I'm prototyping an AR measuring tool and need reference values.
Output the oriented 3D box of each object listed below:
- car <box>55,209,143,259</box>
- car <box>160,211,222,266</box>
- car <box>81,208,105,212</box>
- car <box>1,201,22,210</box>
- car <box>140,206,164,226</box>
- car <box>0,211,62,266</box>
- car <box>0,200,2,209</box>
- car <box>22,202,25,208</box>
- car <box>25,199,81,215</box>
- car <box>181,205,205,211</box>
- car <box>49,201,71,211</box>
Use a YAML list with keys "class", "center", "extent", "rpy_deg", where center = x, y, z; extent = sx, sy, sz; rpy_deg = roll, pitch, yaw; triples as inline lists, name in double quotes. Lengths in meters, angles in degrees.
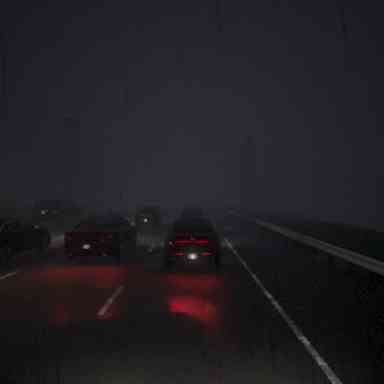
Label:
- class: "car"
  center: [-3.448, 1.666, 13.407]
  extent: [1.882, 1.535, 5.008]
  rpy_deg: [0, -1, 1]
- class: "car"
  center: [0.042, 1.679, 12.288]
  extent: [1.837, 1.490, 4.892]
  rpy_deg: [0, 0, 0]
- class: "car"
  center: [-6.966, 1.973, 26.639]
  extent: [1.895, 1.301, 4.718]
  rpy_deg: [0, -1, 0]
- class: "car"
  center: [-28.578, 2.281, 54.213]
  extent: [1.812, 1.442, 4.674]
  rpy_deg: [0, -1, -4]
- class: "car"
  center: [-3.460, 1.887, 27.278]
  extent: [1.837, 1.490, 4.892]
  rpy_deg: [0, 0, 1]
- class: "car"
  center: [-6.958, 1.664, 12.256]
  extent: [2.128, 1.511, 4.902]
  rpy_deg: [0, -1, 1]
- class: "car"
  center: [-32.010, 2.097, 53.476]
  extent: [2.097, 1.767, 4.553]
  rpy_deg: [0, -1, -4]
- class: "car"
  center: [-25.087, 2.245, 54.043]
  extent: [2.128, 1.511, 4.902]
  rpy_deg: [0, -1, -4]
- class: "car"
  center: [-10.472, 1.588, 26.142]
  extent: [2.150, 2.045, 5.566]
  rpy_deg: [0, -1, 1]
- class: "car"
  center: [0.051, 1.875, 28.446]
  extent: [1.882, 1.535, 5.008]
  rpy_deg: [0, 0, 1]
- class: "car"
  center: [-21.638, 2.267, 54.720]
  extent: [1.837, 1.490, 4.892]
  rpy_deg: [0, -1, -4]
